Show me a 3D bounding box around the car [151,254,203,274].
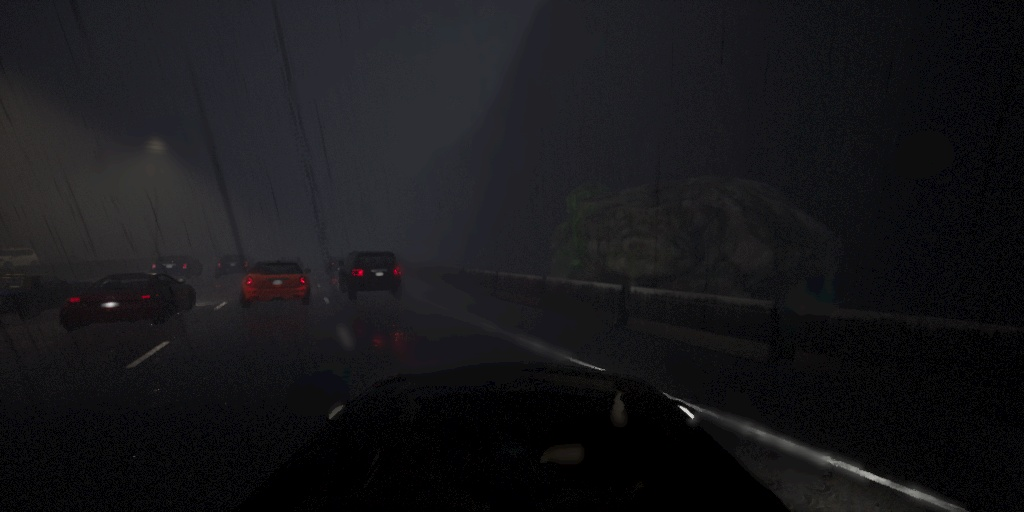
[{"bbox_3d":[-24.479,0.696,26.327,2.097,1.767,4.553,0,1,-30],"label":"car"}]

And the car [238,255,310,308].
[{"bbox_3d":[-9.506,0.951,14.699,2.097,1.767,4.553,0,1,-30],"label":"car"}]

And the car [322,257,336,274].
[{"bbox_3d":[-15.665,0.801,32.058,1.837,1.490,4.892,0,1,-30],"label":"car"}]

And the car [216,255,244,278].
[{"bbox_3d":[-21.437,0.685,28.064,2.097,1.767,4.553,0,1,-30],"label":"car"}]

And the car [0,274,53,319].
[{"bbox_3d":[-15.693,1.220,11.413,1.895,1.301,4.718,0,1,-30],"label":"car"}]

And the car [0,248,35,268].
[{"bbox_3d":[-43.298,0.351,30.502,2.150,2.045,5.566,0,2,-30],"label":"car"}]

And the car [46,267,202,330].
[{"bbox_3d":[-11.358,1.204,10.947,1.994,1.385,4.181,0,1,-30],"label":"car"}]

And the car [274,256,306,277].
[{"bbox_3d":[-18.612,0.802,30.164,2.128,1.511,4.902,0,1,-30],"label":"car"}]

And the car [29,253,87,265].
[{"bbox_3d":[-40.226,0.630,32.182,1.812,1.442,4.674,0,1,-30],"label":"car"}]

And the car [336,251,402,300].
[{"bbox_3d":[-6.794,0.801,16.990,2.150,2.045,5.566,0,1,-30],"label":"car"}]
